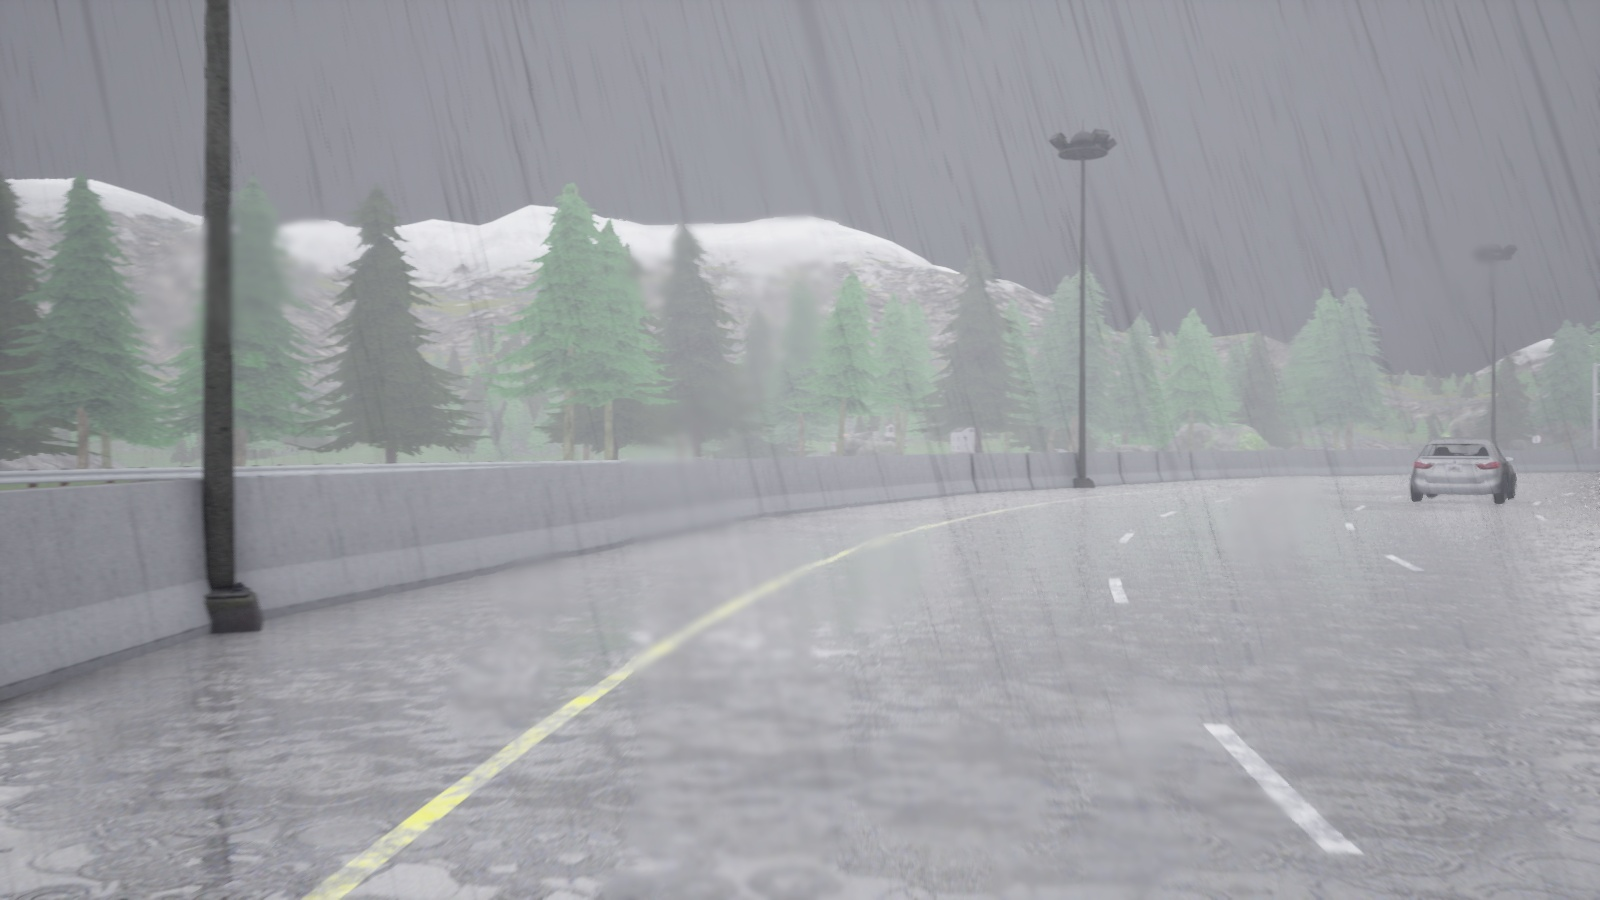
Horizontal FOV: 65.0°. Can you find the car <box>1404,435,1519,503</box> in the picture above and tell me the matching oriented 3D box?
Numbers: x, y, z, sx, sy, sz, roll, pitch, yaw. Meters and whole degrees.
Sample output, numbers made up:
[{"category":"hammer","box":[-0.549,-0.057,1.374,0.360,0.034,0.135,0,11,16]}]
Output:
[{"category":"car","box":[17.677,0.462,33.443,2.242,1.667,4.611,0,0,33]}]
